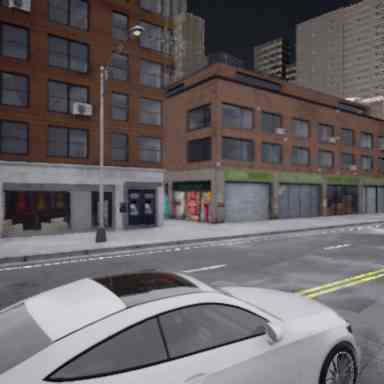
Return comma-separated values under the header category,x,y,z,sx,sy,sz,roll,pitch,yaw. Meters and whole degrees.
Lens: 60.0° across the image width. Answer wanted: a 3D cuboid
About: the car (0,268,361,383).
category,x,y,z,sx,sy,sz,roll,pitch,yaw
car,-0.255,1.531,3.257,4.674,1.442,1.812,0,0,-36
